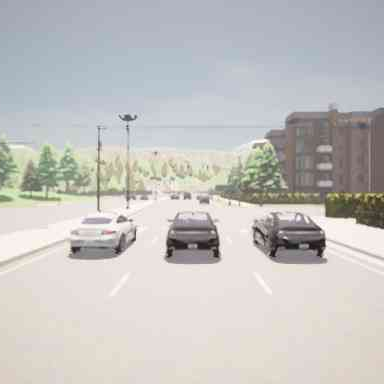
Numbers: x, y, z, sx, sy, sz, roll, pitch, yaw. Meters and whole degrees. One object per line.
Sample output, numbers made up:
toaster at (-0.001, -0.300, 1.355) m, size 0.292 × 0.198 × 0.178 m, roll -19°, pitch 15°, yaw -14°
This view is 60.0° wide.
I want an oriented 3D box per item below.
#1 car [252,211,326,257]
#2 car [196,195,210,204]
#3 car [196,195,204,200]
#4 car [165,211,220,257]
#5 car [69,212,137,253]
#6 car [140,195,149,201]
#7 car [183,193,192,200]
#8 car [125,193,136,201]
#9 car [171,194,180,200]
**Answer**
car at (3.545, 1.494, 12.891) m, size 2.128 × 1.511 × 4.902 m, roll 0°, pitch 0°, yaw 0°
car at (2.301, 1.515, 61.836) m, size 1.837 × 1.490 × 4.892 m, roll 0°, pitch 0°, yaw -1°
car at (2.231, 1.538, 92.972) m, size 2.128 × 1.511 × 4.902 m, roll 0°, pitch 0°, yaw 0°
car at (0.045, 1.494, 12.894) m, size 2.128 × 1.511 × 4.902 m, roll 0°, pitch 0°, yaw 0°
car at (-3.450, 1.528, 13.506) m, size 1.812 × 1.442 × 4.674 m, roll 0°, pitch 0°, yaw 0°
car at (-12.772, 1.568, 88.837) m, size 1.994 × 1.385 × 4.181 m, roll 0°, pitch 0°, yaw 0°
car at (-1.270, 1.235, 92.113) m, size 2.150 × 2.045 × 5.566 m, roll 0°, pitch 0°, yaw 0°
car at (-16.272, 1.241, 88.809) m, size 2.150 × 2.045 × 5.566 m, roll 0°, pitch 0°, yaw 0°
car at (-4.769, 1.371, 92.801) m, size 2.097 × 1.767 × 4.553 m, roll 0°, pitch 0°, yaw 0°
